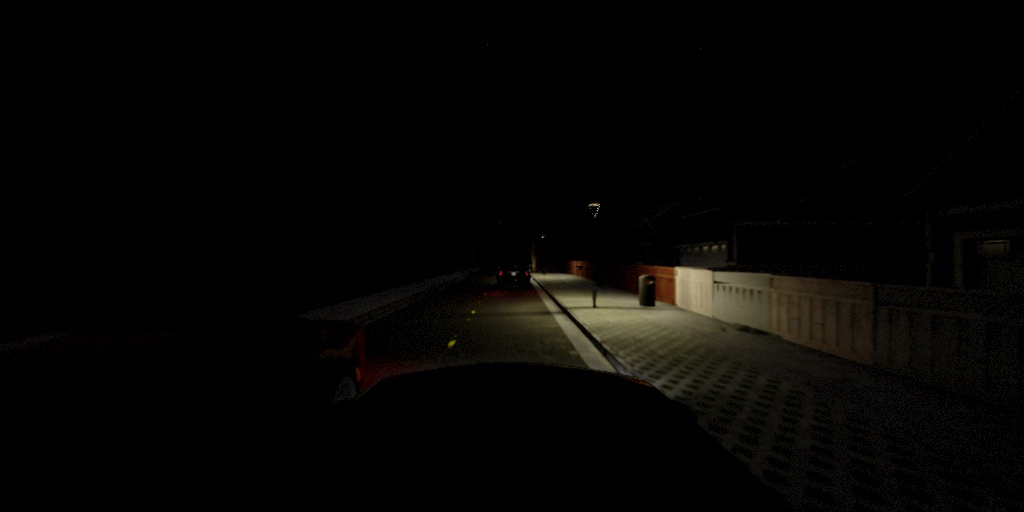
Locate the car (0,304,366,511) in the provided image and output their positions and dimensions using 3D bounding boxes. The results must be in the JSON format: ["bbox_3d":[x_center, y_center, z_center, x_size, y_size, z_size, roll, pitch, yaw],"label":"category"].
[{"bbox_3d":[-2.824,1.228,2.600,1.882,1.535,5.008,0,0,0],"label":"car"}]

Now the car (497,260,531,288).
[{"bbox_3d":[0.098,1.114,23.716,2.097,1.767,4.553,0,0,0],"label":"car"}]
